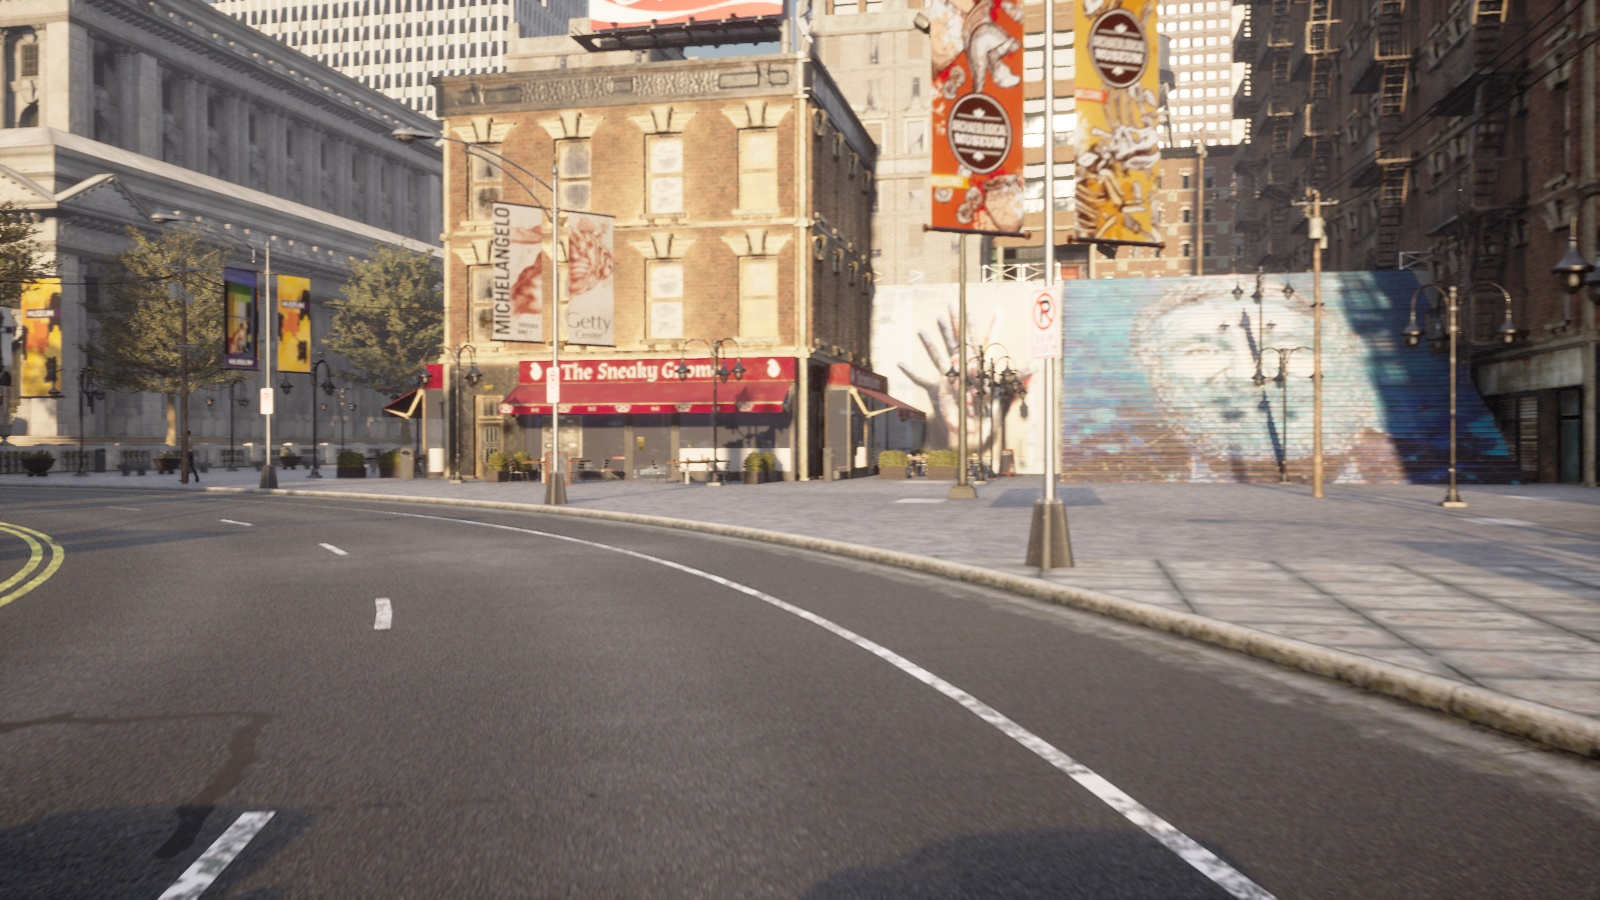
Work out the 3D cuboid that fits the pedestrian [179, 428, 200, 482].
[{"bbox_3d":[-21.139,0.165,43.473,0.594,1.836,0.345,0,0,20],"label":"pedestrian"}]
